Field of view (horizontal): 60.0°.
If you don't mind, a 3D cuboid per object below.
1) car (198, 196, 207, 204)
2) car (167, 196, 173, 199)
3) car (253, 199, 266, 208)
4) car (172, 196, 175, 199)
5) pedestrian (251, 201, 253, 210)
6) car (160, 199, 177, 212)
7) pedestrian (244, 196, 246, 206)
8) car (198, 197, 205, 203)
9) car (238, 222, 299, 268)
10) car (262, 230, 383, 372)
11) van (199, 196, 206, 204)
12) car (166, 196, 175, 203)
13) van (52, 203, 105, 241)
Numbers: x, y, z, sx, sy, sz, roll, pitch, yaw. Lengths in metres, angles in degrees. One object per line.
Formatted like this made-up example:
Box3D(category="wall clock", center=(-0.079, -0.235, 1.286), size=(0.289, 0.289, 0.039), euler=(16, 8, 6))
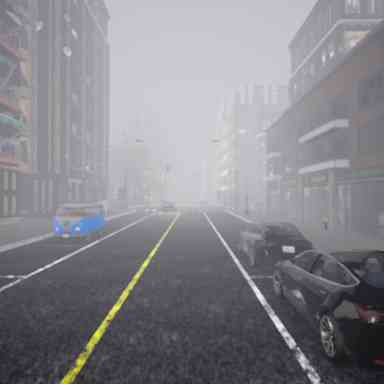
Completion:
Box3D(category="car", center=(2.696, 2.174, 77.731), size=(1.887, 1.381, 4.507), euler=(0, -1, 0))
Box3D(category="car", center=(-5.684, 2.144, 72.102), size=(1.947, 1.339, 4.313), euler=(0, -1, 0))
Box3D(category="car", center=(13.469, 2.069, 59.779), size=(5.009, 1.841, 2.192), euler=(1, -2, -1))
Box3D(category="car", center=(-5.683, 2.204, 83.193), size=(1.752, 1.417, 4.829), euler=(0, -1, 0))
Box3D(category="pedestrian", center=(8.138, 1.816, 45.174), size=(0.375, 1.300, 0.375), euler=(0, -1, 0))
Box3D(category="car", center=(-2.998, 1.932, 43.723), size=(1.994, 1.385, 4.181), euler=(0, 0, 0))
Box3D(category="pedestrian", center=(7.137, 1.499, 44.577), size=(0.375, 1.860, 0.375), euler=(0, -1, 0))
Box3D(category="car", center=(2.697, 2.227, 94.623), size=(1.967, 1.590, 4.097), euler=(0, -1, 0))
Box3D(category="car", center=(2.695, 1.649, 11.393), size=(1.947, 1.339, 4.313), euler=(0, 0, 0))
Box3D(category="car", center=(2.695, 1.608, 5.730), size=(1.947, 1.339, 4.313), euler=(0, 0, 0))
Box3D(category="van", center=(2.697, 2.022, 83.364), size=(1.690, 1.788, 3.998), euler=(0, -1, 0))
Box3D(category="car", center=(-5.683, 2.048, 88.994), size=(2.192, 1.841, 5.009), euler=(0, -1, 0))
Box3D(category="van", center=(-5.684, 1.466, 17.055), size=(1.690, 1.788, 3.998), euler=(0, 0, 0))
